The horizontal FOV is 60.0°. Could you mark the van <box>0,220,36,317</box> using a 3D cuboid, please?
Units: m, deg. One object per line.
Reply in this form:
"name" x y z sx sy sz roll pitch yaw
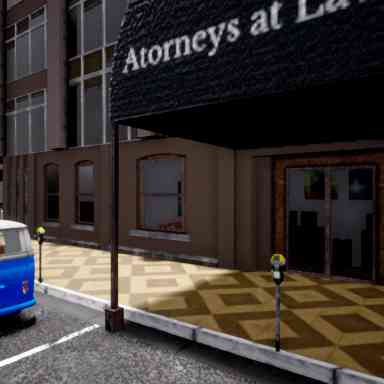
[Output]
"van" -4.573 1.341 6.122 3.998 1.788 1.690 0 0 35
